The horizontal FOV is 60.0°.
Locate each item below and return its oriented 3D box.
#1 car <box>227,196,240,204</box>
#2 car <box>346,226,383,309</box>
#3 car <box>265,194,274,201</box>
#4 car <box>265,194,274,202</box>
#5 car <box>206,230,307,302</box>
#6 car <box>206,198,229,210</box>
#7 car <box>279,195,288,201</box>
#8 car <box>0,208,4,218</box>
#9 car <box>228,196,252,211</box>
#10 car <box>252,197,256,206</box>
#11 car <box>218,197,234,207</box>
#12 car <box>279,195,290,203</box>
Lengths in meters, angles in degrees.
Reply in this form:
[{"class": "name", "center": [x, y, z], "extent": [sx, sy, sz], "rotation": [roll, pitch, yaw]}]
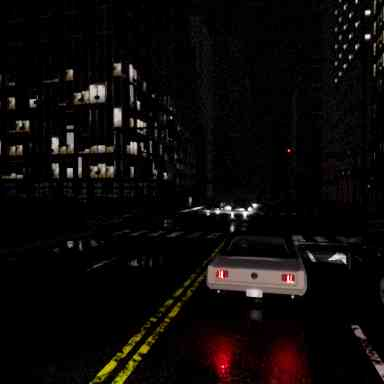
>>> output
[{"class": "car", "center": [7.922, 1.454, 63.175], "extent": [1.837, 1.490, 4.892], "rotation": [0, 0, 14]}, {"class": "car", "center": [4.837, 1.500, 7.449], "extent": [1.837, 1.490, 4.892], "rotation": [0, 0, 13]}, {"class": "car", "center": [18.749, 1.279, 80.526], "extent": [2.128, 1.511, 4.902], "rotation": [0, 0, 13]}, {"class": "car", "center": [16.459, 1.524, 70.823], "extent": [1.895, 1.301, 4.718], "rotation": [0, 0, 13]}, {"class": "car", "center": [1.709, 1.597, 8.353], "extent": [1.895, 1.301, 4.718], "rotation": [0, 0, 14]}, {"class": "car", "center": [3.150, 1.520, 43.182], "extent": [2.033, 1.411, 5.357], "rotation": [0, 0, 13]}, {"class": "car", "center": [21.919, 1.348, 79.808], "extent": [1.895, 1.301, 4.718], "rotation": [0, 0, 13]}, {"class": "car", "center": [-17.310, 1.433, 26.692], "extent": [4.313, 1.339, 1.947], "rotation": [1, 1, 14]}, {"class": "car", "center": [5.917, 1.500, 40.739], "extent": [1.812, 1.442, 4.674], "rotation": [0, 0, 13]}, {"class": "car", "center": [8.043, 1.456, 49.739], "extent": [2.128, 1.511, 4.902], "rotation": [0, 0, 13]}, {"class": "car", "center": [5.485, 1.563, 53.048], "extent": [1.895, 1.301, 4.718], "rotation": [0, 0, 13]}, {"class": "car", "center": [19.519, 1.468, 69.640], "extent": [2.033, 1.411, 5.357], "rotation": [0, 0, 13]}]
